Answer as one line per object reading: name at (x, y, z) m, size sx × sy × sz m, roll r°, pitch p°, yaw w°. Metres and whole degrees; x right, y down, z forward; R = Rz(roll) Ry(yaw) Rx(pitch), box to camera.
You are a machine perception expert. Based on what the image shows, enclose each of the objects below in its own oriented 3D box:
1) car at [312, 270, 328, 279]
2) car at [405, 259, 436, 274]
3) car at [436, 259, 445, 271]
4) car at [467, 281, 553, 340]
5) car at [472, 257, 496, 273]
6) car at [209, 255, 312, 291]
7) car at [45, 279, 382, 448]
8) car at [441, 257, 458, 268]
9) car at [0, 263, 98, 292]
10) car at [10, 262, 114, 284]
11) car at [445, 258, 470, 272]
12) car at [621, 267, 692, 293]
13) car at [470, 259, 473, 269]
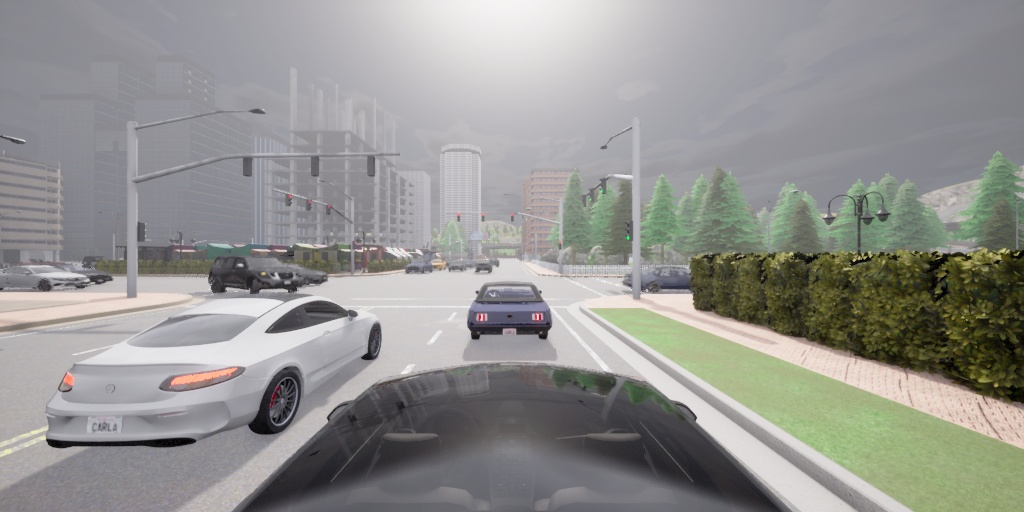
car at (-14.948, 1.255, 24.051) m, size 4.892 × 1.490 × 1.837 m, roll 0°, pitch 0°, yaw 2°
car at (-10.713, 1.102, 41.561) m, size 2.097 × 1.767 × 4.553 m, roll 0°, pitch 0°, yaw 3°
car at (-10.566, 1.228, 50.524) m, size 1.882 × 1.535 × 5.008 m, roll 0°, pitch 0°, yaw 0°
car at (-0.089, 1.351, 9.969) m, size 1.895 × 1.301 × 4.718 m, roll 0°, pitch 0°, yaw -1°
car at (-3.369, 1.255, 43.920) m, size 1.837 × 1.490 × 4.892 m, roll 0°, pitch 0°, yaw 0°
car at (-13.523, 0.973, 18.890) m, size 5.566 × 2.045 × 2.150 m, roll 0°, pitch -1°, yaw 26°
car at (-3.505, 1.276, 5.362) m, size 1.812 × 1.442 × 4.674 m, roll 0°, pitch 0°, yaw -1°
car at (-10.529, 1.102, 60.594) m, size 2.097 × 1.767 × 4.553 m, roll 0°, pitch 0°, yaw 0°
car at (-27.625, 1.276, 20.911) m, size 4.674 × 1.442 × 1.812 m, roll 0°, pitch 0°, yaw 1°
car at (-30.664, 1.297, 24.476) m, size 5.357 × 1.411 × 2.033 m, roll 0°, pitch 0°, yaw 2°
car at (-7.075, 1.255, 46.901) m, size 1.837 × 1.490 × 4.892 m, roll 0°, pitch 0°, yaw 0°
car at (8.908, 1.297, 19.907) m, size 5.357 × 1.411 × 2.033 m, roll 0°, pitch 0°, yaw 2°
car at (-7.052, 1.255, 56.011) m, size 1.837 × 1.490 × 4.892 m, roll 0°, pitch 0°, yaw 0°
